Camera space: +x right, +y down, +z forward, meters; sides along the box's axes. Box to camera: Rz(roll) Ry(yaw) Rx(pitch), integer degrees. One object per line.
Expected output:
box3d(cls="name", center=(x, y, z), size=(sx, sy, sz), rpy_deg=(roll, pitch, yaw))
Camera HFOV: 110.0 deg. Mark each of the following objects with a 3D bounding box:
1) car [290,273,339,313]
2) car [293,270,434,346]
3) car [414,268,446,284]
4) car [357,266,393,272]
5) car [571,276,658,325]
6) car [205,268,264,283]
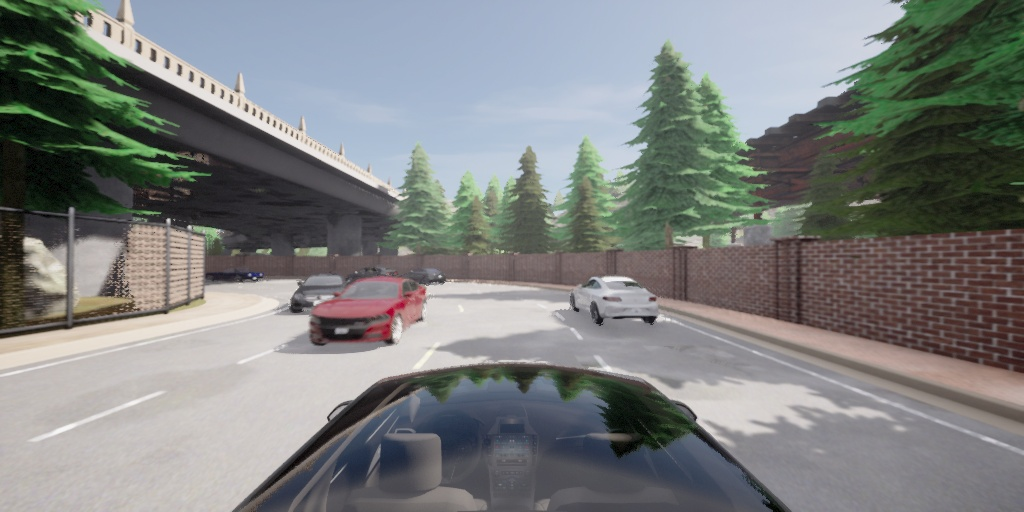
box3d(cls="car", center=(-7.751, 1.445, 14.992), size=(1.812, 1.442, 4.674), rpy_deg=(1, -1, -22))
box3d(cls="car", center=(-3.656, 1.333, 10.001), size=(1.882, 1.535, 5.008), rpy_deg=(0, -1, -2))
box3d(cls="car", center=(-7.673, 1.682, 30.681), size=(4.181, 1.385, 1.994), rpy_deg=(0, -1, 31))
box3d(cls="car", center=(-11.166, 1.594, 28.633), size=(4.892, 1.490, 1.837), rpy_deg=(-1, -2, 27))
box3d(cls="car", center=(3.360, 1.411, 12.388), size=(1.812, 1.442, 4.674), rpy_deg=(0, -1, -4))
box3d(cls="car", center=(-25.401, 1.746, 32.712), size=(4.718, 1.301, 1.895), rpy_deg=(0, -1, 9))
